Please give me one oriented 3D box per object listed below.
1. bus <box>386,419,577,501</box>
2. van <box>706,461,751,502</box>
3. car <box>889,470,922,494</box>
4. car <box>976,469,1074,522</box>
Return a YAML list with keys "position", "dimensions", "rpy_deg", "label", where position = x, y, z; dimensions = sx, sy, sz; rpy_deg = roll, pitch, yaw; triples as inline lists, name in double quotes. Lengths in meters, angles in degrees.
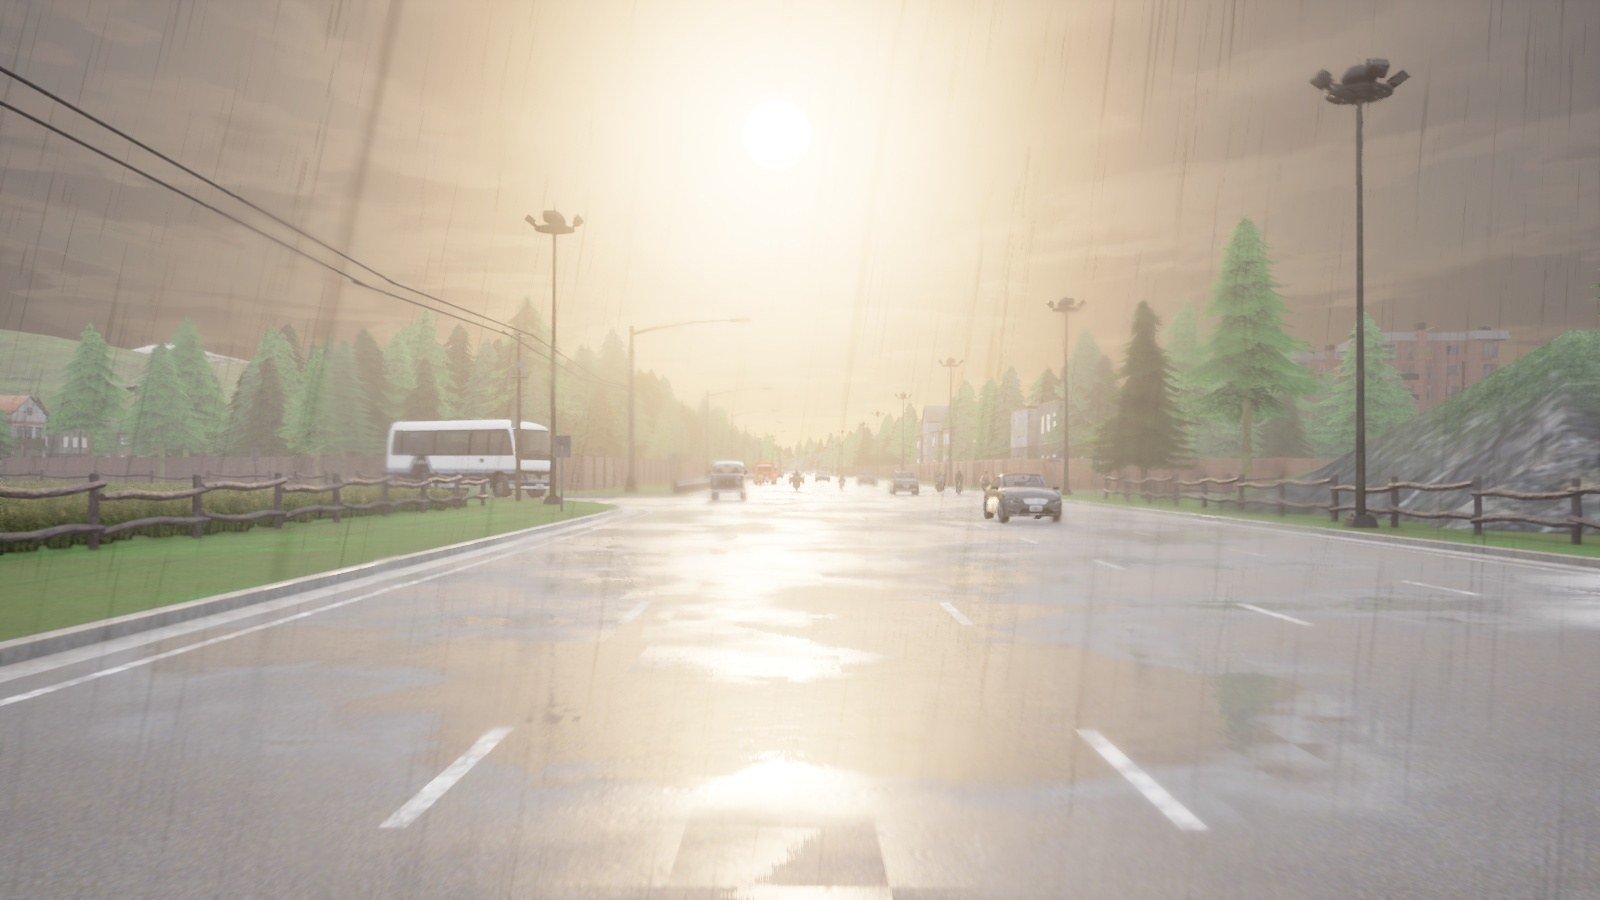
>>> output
- position: [-17.595, 0.623, 69.126]
  dimensions: [10.273, 4.253, 3.944]
  rpy_deg: [-1, -2, 30]
  label: "bus"
- position: [-3.660, 1.604, 65.095]
  dimensions: [2.069, 2.038, 4.480]
  rpy_deg: [0, -1, 0]
  label: "van"
- position: [6.801, 2.082, 81.426]
  dimensions: [1.789, 1.549, 3.705]
  rpy_deg: [0, -1, 0]
  label: "car"
- position: [6.904, 1.371, 39.072]
  dimensions: [2.128, 1.511, 4.902]
  rpy_deg: [0, -1, 0]
  label: "car"
